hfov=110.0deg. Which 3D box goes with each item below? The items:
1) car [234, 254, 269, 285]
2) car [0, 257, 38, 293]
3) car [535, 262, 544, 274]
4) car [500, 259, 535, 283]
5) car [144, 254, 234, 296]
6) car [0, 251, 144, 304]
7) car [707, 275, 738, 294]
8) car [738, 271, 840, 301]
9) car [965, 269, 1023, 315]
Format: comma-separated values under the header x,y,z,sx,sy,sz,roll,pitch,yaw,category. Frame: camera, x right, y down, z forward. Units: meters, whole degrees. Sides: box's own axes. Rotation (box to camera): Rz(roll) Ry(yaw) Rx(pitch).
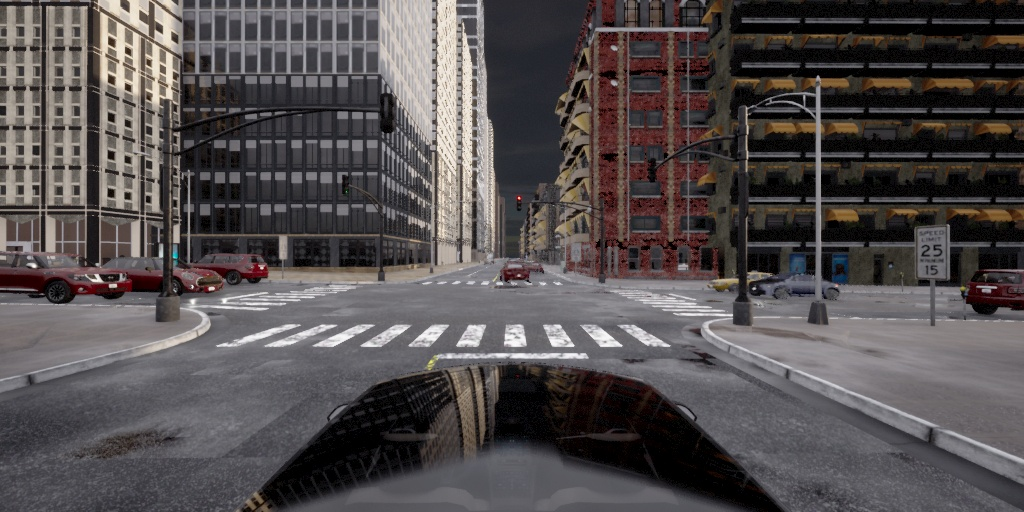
x,y,z,sx,sy,sz,roll,pitch,yaw,category
-17.680,0.776,21.856,5.009,1.841,2.192,0,0,0,car
-24.941,0.789,16.018,5.008,1.535,1.882,1,0,-1,car
2.800,1.341,41.805,1.802,1.307,4.207,0,0,0,car
0.188,1.242,28.267,1.882,1.535,5.008,-1,1,-7,car
-15.722,0.835,16.082,4.553,1.767,2.097,1,0,0,car
-17.558,0.757,13.477,5.009,1.841,2.192,0,0,0,car
14.660,1.587,22.090,4.829,1.417,1.751,0,0,0,car
15.159,1.624,19.501,4.181,1.385,1.994,1,0,-1,car
20.616,1.461,13.785,5.009,1.841,2.192,0,0,0,car
